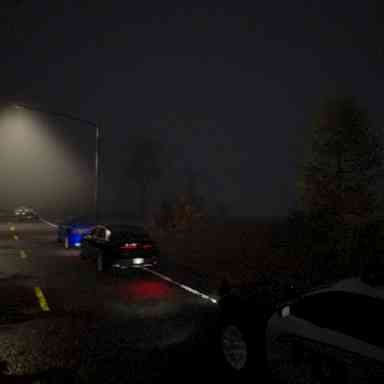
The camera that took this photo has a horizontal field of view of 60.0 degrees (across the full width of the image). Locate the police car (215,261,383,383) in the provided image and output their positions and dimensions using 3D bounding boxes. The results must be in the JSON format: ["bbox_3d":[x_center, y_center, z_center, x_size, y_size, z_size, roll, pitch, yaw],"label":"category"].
[{"bbox_3d":[2.103,1.594,3.638,1.930,1.638,5.238,2,-2,-30],"label":"police car"}]

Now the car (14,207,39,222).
[{"bbox_3d":[-18.015,2.498,36.549,2.128,1.511,4.902,2,-2,-29],"label":"car"}]

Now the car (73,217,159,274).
[{"bbox_3d":[-2.834,1.904,12.204,1.837,1.490,4.892,2,-2,-30],"label":"car"}]

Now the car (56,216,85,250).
[{"bbox_3d":[-5.827,2.013,17.405,1.882,1.535,5.008,2,-2,-30],"label":"car"}]

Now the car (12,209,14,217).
[{"bbox_3d":[-24.126,2.790,47.060,1.812,1.442,4.674,2,-2,-30],"label":"car"}]
